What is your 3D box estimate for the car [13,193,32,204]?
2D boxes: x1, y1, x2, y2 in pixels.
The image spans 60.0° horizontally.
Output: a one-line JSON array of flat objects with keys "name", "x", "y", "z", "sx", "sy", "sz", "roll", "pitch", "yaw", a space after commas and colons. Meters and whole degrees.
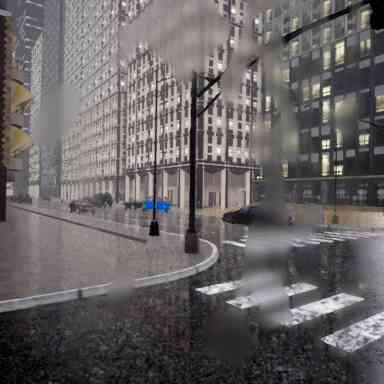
[{"name": "car", "x": -30.522, "y": 1.155, "z": 60.525, "sx": 2.192, "sy": 1.841, "sz": 5.009, "roll": 1, "pitch": -1, "yaw": -35}]

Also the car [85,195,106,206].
[{"name": "car", "x": -14.604, "y": 1.535, "z": 48.024, "sx": 1.994, "sy": 1.385, "sz": 4.181, "roll": 1, "pitch": -1, "yaw": -37}]

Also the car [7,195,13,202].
[{"name": "car", "x": -37.067, "y": 1.397, "z": 69.734, "sx": 1.947, "sy": 1.339, "sz": 4.313, "roll": 1, "pitch": -1, "yaw": -35}]

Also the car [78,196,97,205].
[{"name": "car", "x": -18.497, "y": 1.525, "z": 58.843, "sx": 1.837, "sy": 1.490, "sz": 4.892, "roll": 1, "pitch": -1, "yaw": -35}]

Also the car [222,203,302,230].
[{"name": "car", "x": 4.099, "y": 1.555, "z": 21.052, "sx": 2.033, "sy": 1.411, "sz": 5.357, "roll": 1, "pitch": -1, "yaw": -30}]

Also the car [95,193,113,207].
[{"name": "car", "x": -14.489, "y": 1.255, "z": 53.140, "sx": 2.150, "sy": 2.045, "sz": 5.566, "roll": 1, "pitch": -1, "yaw": -35}]

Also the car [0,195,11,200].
[{"name": "car", "x": -46.782, "y": 1.366, "z": 83.414, "sx": 1.752, "sy": 1.417, "sz": 4.829, "roll": 1, "pitch": -1, "yaw": -35}]

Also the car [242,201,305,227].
[{"name": "car", "x": 5.743, "y": 1.504, "z": 23.926, "sx": 1.967, "sy": 1.590, "sz": 4.097, "roll": 1, "pitch": -1, "yaw": -35}]

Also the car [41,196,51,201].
[{"name": "car", "x": -36.777, "y": 1.570, "z": 83.795, "sx": 1.802, "sy": 1.307, "sz": 4.206, "roll": 1, "pitch": -1, "yaw": -35}]

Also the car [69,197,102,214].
[{"name": "car", "x": -10.903, "y": 1.427, "z": 32.890, "sx": 2.008, "sy": 1.369, "sz": 4.403, "roll": 1, "pitch": -1, "yaw": -35}]

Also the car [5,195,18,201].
[{"name": "car", "x": -40.337, "y": 1.378, "z": 74.339, "sx": 2.008, "sy": 1.369, "sz": 4.403, "roll": 1, "pitch": -1, "yaw": -35}]

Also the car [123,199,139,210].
[{"name": "car", "x": -7.342, "y": 1.584, "z": 42.347, "sx": 2.008, "sy": 1.369, "sz": 4.403, "roll": 1, "pitch": -1, "yaw": -35}]

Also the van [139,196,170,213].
[{"name": "van", "x": -4.067, "y": 1.381, "z": 37.743, "sx": 1.690, "sy": 1.788, "sz": 3.998, "roll": 1, "pitch": -1, "yaw": -35}]
